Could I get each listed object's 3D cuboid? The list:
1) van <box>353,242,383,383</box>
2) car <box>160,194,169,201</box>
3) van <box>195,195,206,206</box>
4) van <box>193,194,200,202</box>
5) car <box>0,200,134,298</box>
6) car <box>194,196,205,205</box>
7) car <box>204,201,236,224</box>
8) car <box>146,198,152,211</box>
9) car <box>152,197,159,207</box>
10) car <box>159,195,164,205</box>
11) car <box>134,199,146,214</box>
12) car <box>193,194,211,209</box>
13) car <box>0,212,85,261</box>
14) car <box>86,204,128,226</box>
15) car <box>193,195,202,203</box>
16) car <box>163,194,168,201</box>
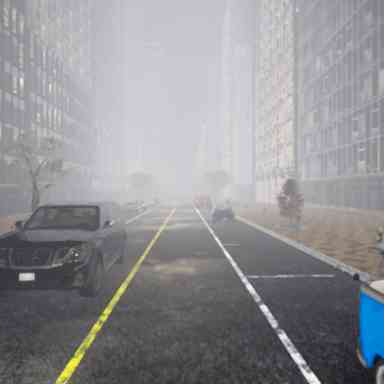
[{"bbox_3d":[2.659,1.334,2.128,1.690,1.788,3.998,-1,0,-1],"label":"van"},{"bbox_3d":[-7.566,1.546,92.877,2.192,1.841,5.009,-1,0,-1],"label":"car"},{"bbox_3d":[1.505,1.463,58.953,1.690,1.788,3.998,-1,0,-1],"label":"van"},{"bbox_3d":[1.044,1.511,81.682,1.690,1.788,3.998,-1,0,-1],"label":"van"},{"bbox_3d":[-3.164,1.258,9.024,2.150,2.045,5.566,0,0,-1],"label":"car"},{"bbox_3d":[1.392,1.574,64.635,1.967,1.590,4.097,-1,0,-1],"label":"car"},{"bbox_3d":[2.200,1.596,24.857,2.008,1.369,4.403,-1,0,-1],"label":"car"},{"bbox_3d":[-6.526,1.562,41.735,1.967,1.590,4.097,-1,0,-1],"label":"car"},{"bbox_3d":[-6.752,1.672,52.930,1.752,1.417,4.829,-1,0,-1],"label":"car"},{"bbox_3d":[-6.986,1.738,64.465,1.947,1.339,4.313,-1,0,-1],"label":"car"},{"bbox_3d":[-6.409,1.691,36.052,1.802,1.307,4.206,-1,0,-1],"label":"car"},{"bbox_3d":[1.735,1.411,47.588,2.192,1.841,5.009,-1,0,-1],"label":"car"},{"bbox_3d":[-5.948,1.608,13.322,2.008,1.369,4.403,-1,0,-1],"label":"car"},{"bbox_3d":[-6.178,1.634,24.687,2.008,1.369,4.403,-1,0,-1],"label":"car"},{"bbox_3d":[1.160,1.598,76.000,1.967,1.590,4.097,-1,0,-1],"label":"car"},{"bbox_3d":[-7.217,1.747,75.830,2.008,1.369,4.403,-1,0,-1],"label":"car"}]
